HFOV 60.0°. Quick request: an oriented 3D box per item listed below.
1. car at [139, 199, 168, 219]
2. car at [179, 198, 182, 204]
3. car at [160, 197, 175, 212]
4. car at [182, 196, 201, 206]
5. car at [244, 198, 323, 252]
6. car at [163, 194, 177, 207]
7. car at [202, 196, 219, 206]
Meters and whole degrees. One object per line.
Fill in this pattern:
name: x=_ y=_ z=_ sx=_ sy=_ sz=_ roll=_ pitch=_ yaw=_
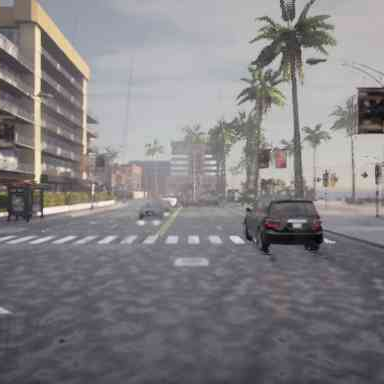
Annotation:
car: x=-3.490 y=1.618 z=29.670 sx=1.994 sy=1.385 sz=4.181 roll=0 pitch=0 yaw=0
car: x=-1.456 y=1.685 z=67.368 sx=1.994 sy=1.385 sz=4.181 roll=0 pitch=0 yaw=-12
car: x=-3.487 y=1.620 z=39.848 sx=2.033 sy=1.411 sz=5.357 roll=0 pitch=0 yaw=0
car: x=-0.130 y=1.596 z=57.202 sx=2.128 sy=1.511 sz=4.902 roll=0 pitch=0 yaw=-4
car: x=3.605 y=1.248 z=14.058 sx=2.150 sy=2.045 sz=5.566 roll=0 pitch=0 yaw=0
car: x=-3.486 y=1.313 z=50.218 sx=2.150 sy=2.045 sz=5.566 roll=0 pitch=0 yaw=0
car: x=3.376 y=1.457 z=57.057 sx=2.097 sy=1.767 sz=4.553 roll=0 pitch=0 yaw=-4
